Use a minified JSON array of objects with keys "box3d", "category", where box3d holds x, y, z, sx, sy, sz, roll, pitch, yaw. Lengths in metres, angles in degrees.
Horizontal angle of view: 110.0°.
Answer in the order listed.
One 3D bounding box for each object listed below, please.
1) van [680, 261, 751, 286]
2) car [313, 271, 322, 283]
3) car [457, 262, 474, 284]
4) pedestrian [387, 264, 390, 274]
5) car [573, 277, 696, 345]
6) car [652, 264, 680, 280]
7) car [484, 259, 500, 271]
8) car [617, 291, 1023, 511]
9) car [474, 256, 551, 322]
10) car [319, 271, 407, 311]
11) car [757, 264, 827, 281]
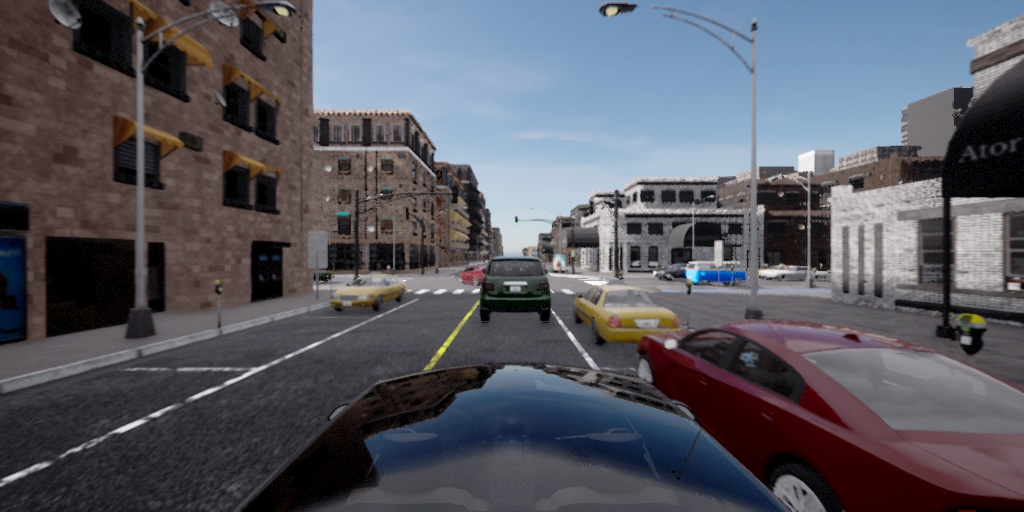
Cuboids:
[{"box3d":[14.644,1.269,25.737,3.998,1.789,1.690,0,0,0],"category":"van"},{"box3d":[-16.493,1.459,28.079,4.718,1.301,1.895,0,0,-1],"category":"car"},{"box3d":[-2.398,1.404,26.142,1.812,1.442,4.674,0,0,-30],"category":"car"},{"box3d":[-12.647,1.365,36.846,0.500,1.100,0.500,0,0,0],"category":"pedestrian"},{"box3d":[2.687,1.310,9.435,1.751,1.417,4.829,0,0,0],"category":"car"},{"box3d":[14.912,1.406,31.541,4.902,1.511,2.128,0,0,-2],"category":"car"},{"box3d":[-3.088,1.375,56.184,2.097,1.767,4.553,0,0,0],"category":"car"},{"box3d":[2.689,1.303,3.568,1.888,1.381,4.507,0,0,0],"category":"car"},{"box3d":[0.101,1.021,12.646,2.150,2.045,5.566,0,0,0],"category":"car"},{"box3d":[-5.697,1.336,14.792,1.751,1.417,4.829,0,0,0],"category":"car"},{"box3d":[24.754,1.542,31.607,4.718,1.301,1.895,0,0,0],"category":"car"}]
